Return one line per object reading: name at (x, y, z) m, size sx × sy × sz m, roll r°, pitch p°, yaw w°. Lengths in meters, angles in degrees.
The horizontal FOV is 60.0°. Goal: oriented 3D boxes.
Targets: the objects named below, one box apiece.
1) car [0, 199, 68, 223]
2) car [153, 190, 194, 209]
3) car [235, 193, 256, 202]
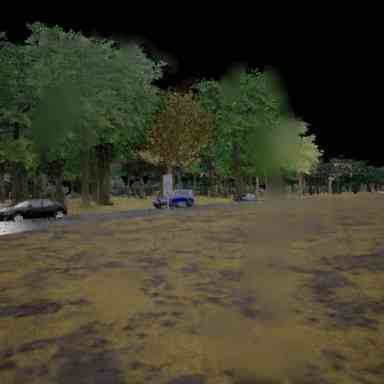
car at (-11.434, 1.299, 23.902) m, size 1.882 × 1.535 × 5.008 m, roll -3°, pitch -1°, yaw 34°
car at (-1.978, 0.781, 37.382) m, size 2.150 × 2.045 × 5.566 m, roll -3°, pitch 0°, yaw 36°
car at (8.337, 0.861, 51.883) m, size 1.994 × 1.385 × 4.181 m, roll -3°, pitch -1°, yaw 36°
